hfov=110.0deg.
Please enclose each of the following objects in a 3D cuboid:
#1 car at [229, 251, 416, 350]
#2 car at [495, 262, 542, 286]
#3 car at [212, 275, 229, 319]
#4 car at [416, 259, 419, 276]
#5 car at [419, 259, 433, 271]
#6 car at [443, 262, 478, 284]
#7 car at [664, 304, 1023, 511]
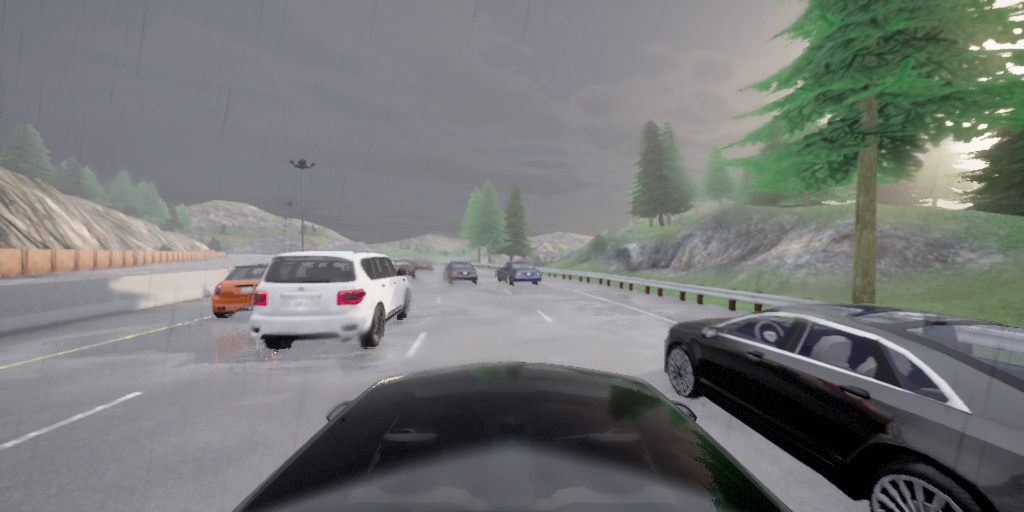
[{"bbox_3d":[-4.066,0.910,9.073,2.150,2.045,5.566,0,0,-6],"label":"car"},{"bbox_3d":[0.298,1.108,23.490,2.033,1.411,5.357,0,1,-16],"label":"car"},{"bbox_3d":[-8.149,1.011,12.678,2.097,1.767,4.553,0,1,-9],"label":"car"},{"bbox_3d":[-8.885,1.043,29.030,1.812,1.442,4.674,0,0,-20],"label":"car"},{"bbox_3d":[-10.410,0.981,40.714,1.994,1.385,4.181,0,1,-27],"label":"car"},{"bbox_3d":[-3.610,1.101,24.506,2.033,1.411,5.357,0,1,-16],"label":"car"},{"bbox_3d":[3.287,1.223,3.539,2.128,1.511,4.902,0,0,-2],"label":"car"}]
